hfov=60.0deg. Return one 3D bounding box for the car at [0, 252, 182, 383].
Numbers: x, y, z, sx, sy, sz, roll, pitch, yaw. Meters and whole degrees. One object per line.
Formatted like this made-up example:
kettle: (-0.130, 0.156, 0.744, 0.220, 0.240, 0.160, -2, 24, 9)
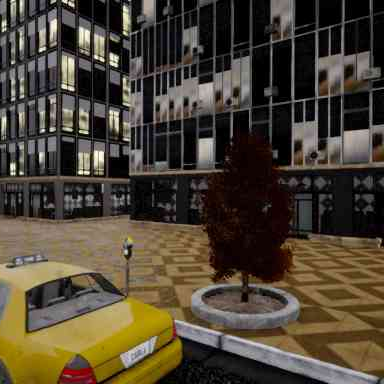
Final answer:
car: (-2.394, 1.525, 4.580, 4.829, 1.417, 1.752, 0, 0, 36)
